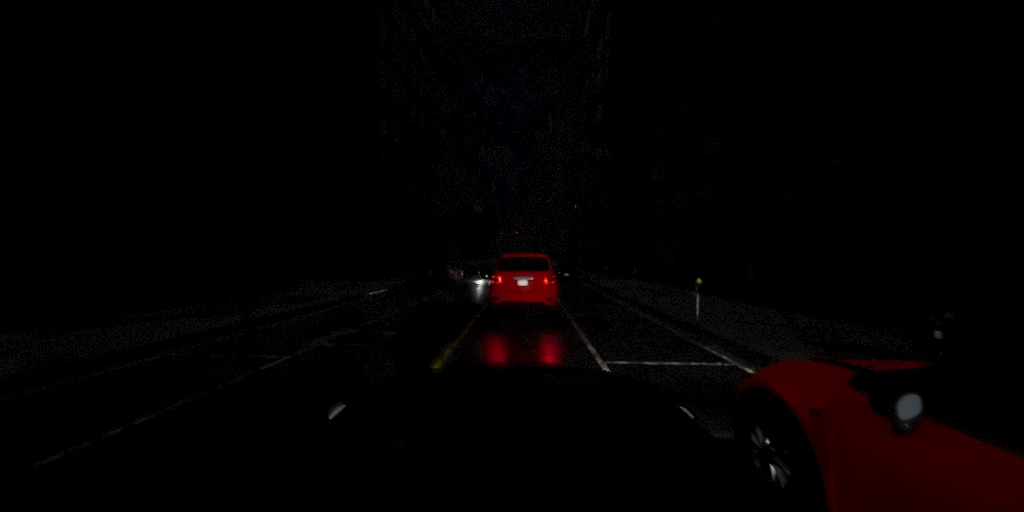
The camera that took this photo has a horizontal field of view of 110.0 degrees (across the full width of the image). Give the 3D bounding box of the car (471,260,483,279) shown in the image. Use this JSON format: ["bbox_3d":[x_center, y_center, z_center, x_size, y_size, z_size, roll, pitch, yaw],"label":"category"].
[{"bbox_3d":[-1.879,1.211,31.043,2.033,1.411,5.357,0,0,3],"label":"car"}]

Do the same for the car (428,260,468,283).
[{"bbox_3d":[-4.773,1.102,26.312,1.967,1.591,4.097,0,0,2],"label":"car"}]

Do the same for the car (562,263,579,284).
[{"bbox_3d":[3.745,1.268,25.950,1.948,1.339,4.313,0,0,2],"label":"car"}]

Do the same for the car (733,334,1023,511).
[{"bbox_3d":[3.059,1.117,1.492,2.097,1.767,4.553,0,0,2],"label":"car"}]

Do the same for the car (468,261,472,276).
[{"bbox_3d":[-4.539,1.215,31.813,1.948,1.339,4.313,0,0,2],"label":"car"}]

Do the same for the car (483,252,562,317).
[{"bbox_3d":[0.519,0.933,13.253,2.150,2.045,5.566,0,-1,4],"label":"car"}]
